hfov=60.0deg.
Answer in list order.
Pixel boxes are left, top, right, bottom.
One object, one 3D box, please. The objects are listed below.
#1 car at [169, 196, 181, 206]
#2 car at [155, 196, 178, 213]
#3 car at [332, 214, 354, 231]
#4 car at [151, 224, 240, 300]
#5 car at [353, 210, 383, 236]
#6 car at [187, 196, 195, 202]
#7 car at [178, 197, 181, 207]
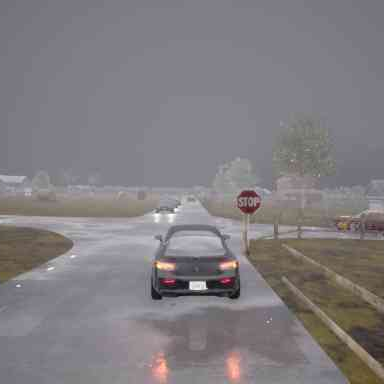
[{"bbox_3d":[-2.953,1.528,58.383,1.882,1.535,5.008,0,0,0],"label":"car"},{"bbox_3d":[-2.926,1.529,37.184,1.837,1.490,4.892,0,0,0],"label":"car"},{"bbox_3d":[12.566,2.030,23.627,5.008,1.535,1.882,2,0,-2],"label":"car"},{"bbox_3d":[0.030,1.528,8.309,1.812,1.442,4.674,0,0,-2],"label":"car"},{"bbox_3d":[13.202,2.052,20.720,5.008,1.535,1.882,2,0,1],"label":"car"},{"bbox_3d":[-0.163,1.563,78.508,1.882,1.535,5.008,0,0,0],"label":"car"},{"bbox_3d":[-2.937,1.596,47.147,1.994,1.385,4.181,0,0,0],"label":"car"}]
